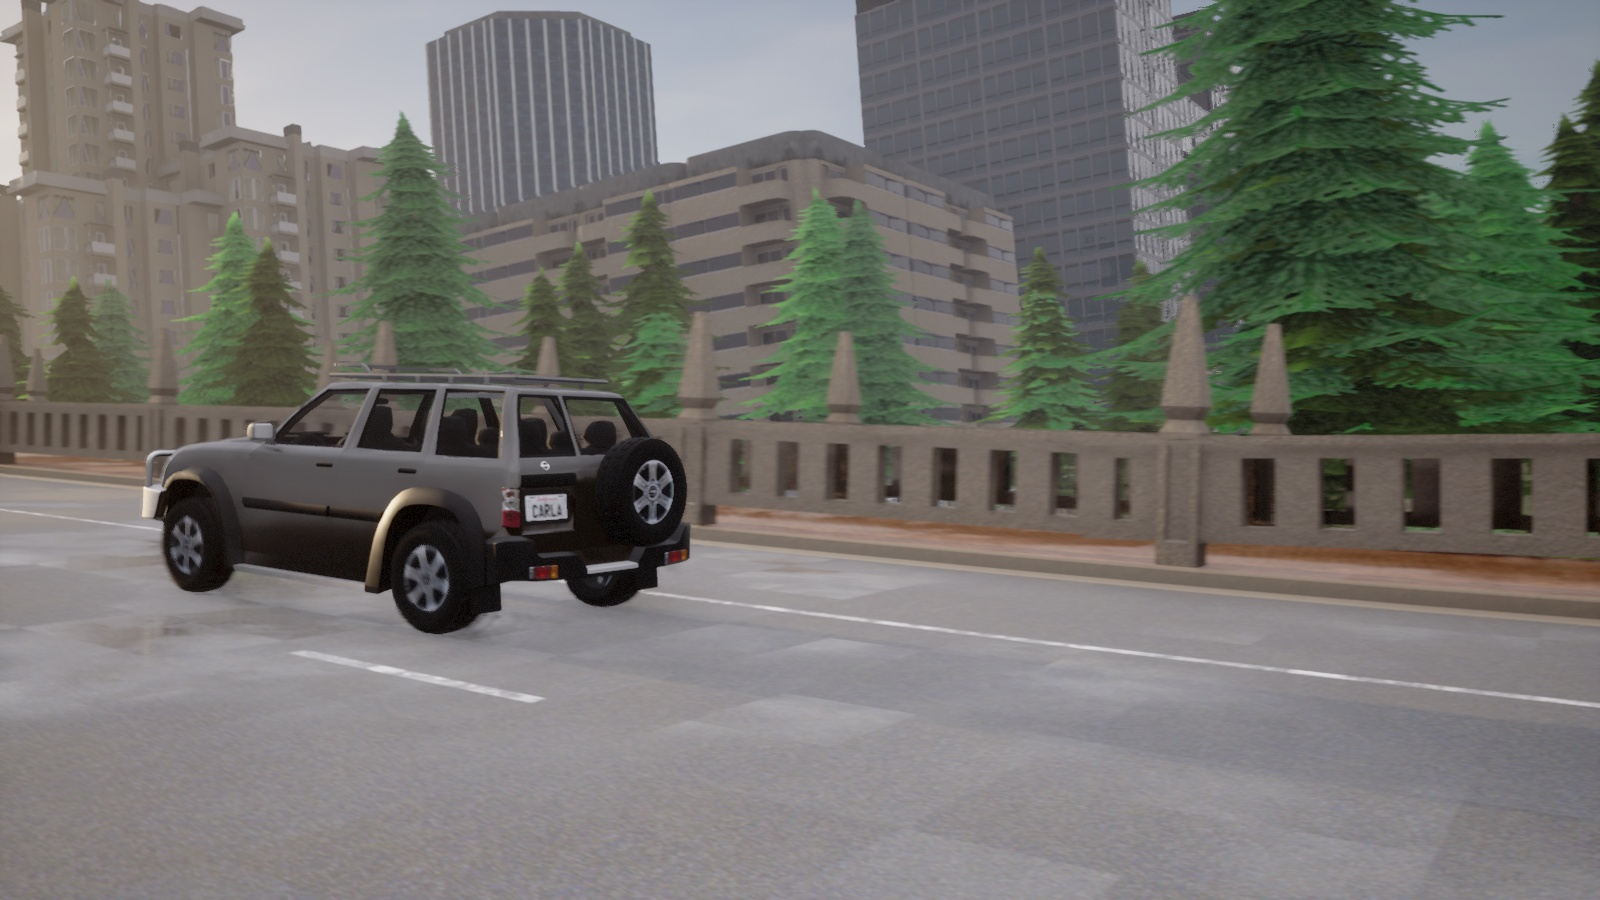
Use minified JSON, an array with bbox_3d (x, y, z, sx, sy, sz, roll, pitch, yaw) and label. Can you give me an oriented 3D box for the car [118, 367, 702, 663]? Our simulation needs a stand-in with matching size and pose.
[{"bbox_3d":[-3.201,0.337,9.946,4.605,1.855,1.932,2,2,34],"label":"car"}]
